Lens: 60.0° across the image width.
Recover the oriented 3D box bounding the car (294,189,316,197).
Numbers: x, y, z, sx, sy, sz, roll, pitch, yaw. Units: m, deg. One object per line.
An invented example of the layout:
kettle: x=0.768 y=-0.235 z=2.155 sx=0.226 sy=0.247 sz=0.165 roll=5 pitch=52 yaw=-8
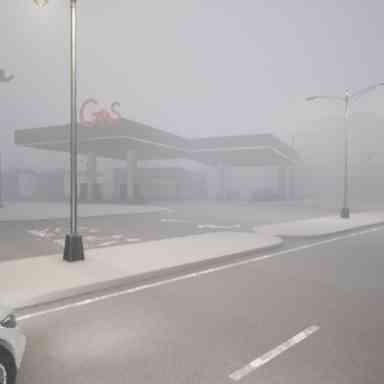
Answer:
car: x=21.995 y=0.209 z=65.541 sx=1.812 sy=1.442 sz=4.674 roll=-1 pitch=2 yaw=-44

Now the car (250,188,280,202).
car: x=9.723 y=0.381 z=44.067 sx=4.611 sy=1.667 sz=2.242 roll=-1 pitch=2 yaw=-43

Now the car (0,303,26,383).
car: x=-3.421 y=1.458 z=2.089 sx=1.812 sy=1.442 sz=4.674 roll=-1 pitch=1 yaw=23

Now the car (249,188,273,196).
car: x=15.037 y=-0.010 z=72.688 sx=1.837 sy=1.490 sz=4.892 roll=-1 pitch=2 yaw=-44

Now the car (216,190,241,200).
car: x=5.228 y=0.438 z=47.728 sx=3.806 sy=1.475 sz=1.970 roll=-1 pitch=2 yaw=-43
